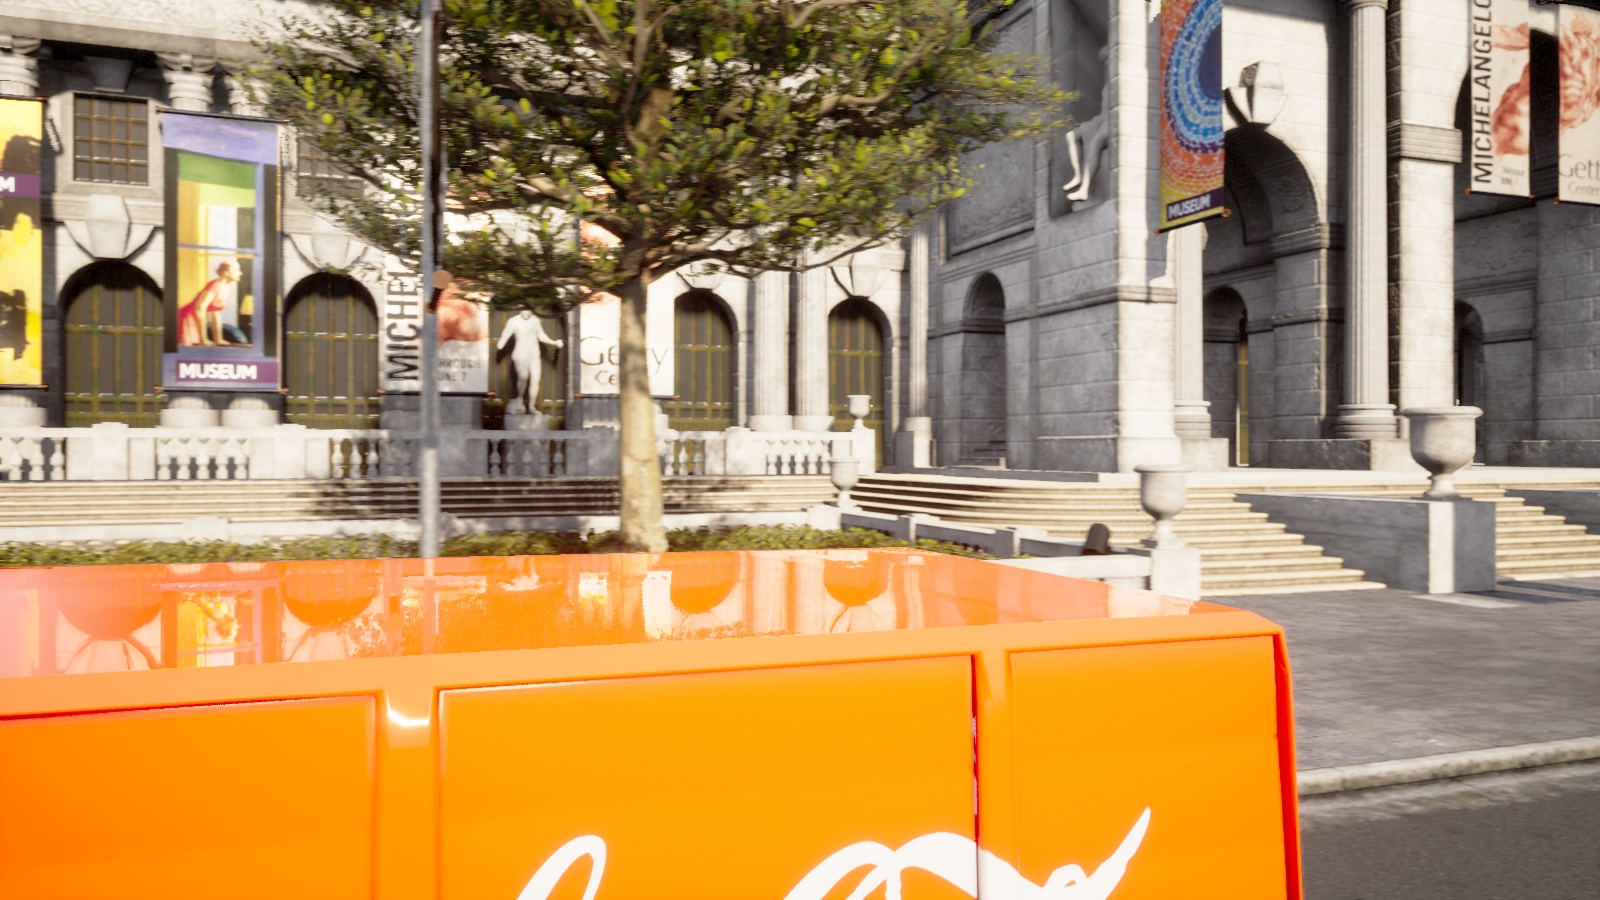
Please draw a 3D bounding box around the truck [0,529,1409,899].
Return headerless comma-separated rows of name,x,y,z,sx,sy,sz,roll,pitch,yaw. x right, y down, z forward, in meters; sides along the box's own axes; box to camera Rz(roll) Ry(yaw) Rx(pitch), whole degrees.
truck,-1.637,1.568,2.704,5.204,2.467,2.627,0,0,-20
